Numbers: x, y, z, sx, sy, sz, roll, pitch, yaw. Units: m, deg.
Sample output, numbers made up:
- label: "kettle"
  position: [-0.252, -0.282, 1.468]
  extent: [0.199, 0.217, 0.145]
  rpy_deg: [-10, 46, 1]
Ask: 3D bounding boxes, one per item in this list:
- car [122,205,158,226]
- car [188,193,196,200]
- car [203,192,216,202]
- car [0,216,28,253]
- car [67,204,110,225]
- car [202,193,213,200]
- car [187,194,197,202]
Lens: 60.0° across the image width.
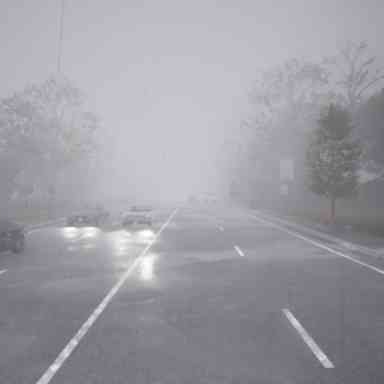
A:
- label: "car"
  position: [-3.499, 1.576, 22.835]
  extent: [1.895, 1.301, 4.718]
  rpy_deg: [0, 0, 0]
- label: "car"
  position: [0.001, 1.083, 75.063]
  extent: [1.812, 1.442, 4.674]
  rpy_deg: [0, 1, 0]
- label: "car"
  position: [3.501, 0.953, 64.675]
  extent: [2.150, 2.045, 5.566]
  rpy_deg: [0, 0, 0]
- label: "car"
  position: [-7.091, 1.485, 10.730]
  extent: [1.812, 1.442, 4.674]
  rpy_deg: [0, 0, 1]
- label: "car"
  position: [-6.999, 1.519, 22.865]
  extent: [1.994, 1.385, 4.181]
  rpy_deg: [0, 0, 0]
- label: "car"
  position: [3.501, 1.057, 75.064]
  extent: [2.128, 1.511, 4.902]
  rpy_deg: [0, 1, 0]
- label: "car"
  position: [0.001, 1.224, 65.030]
  extent: [2.128, 1.511, 4.902]
  rpy_deg: [0, 0, 0]
